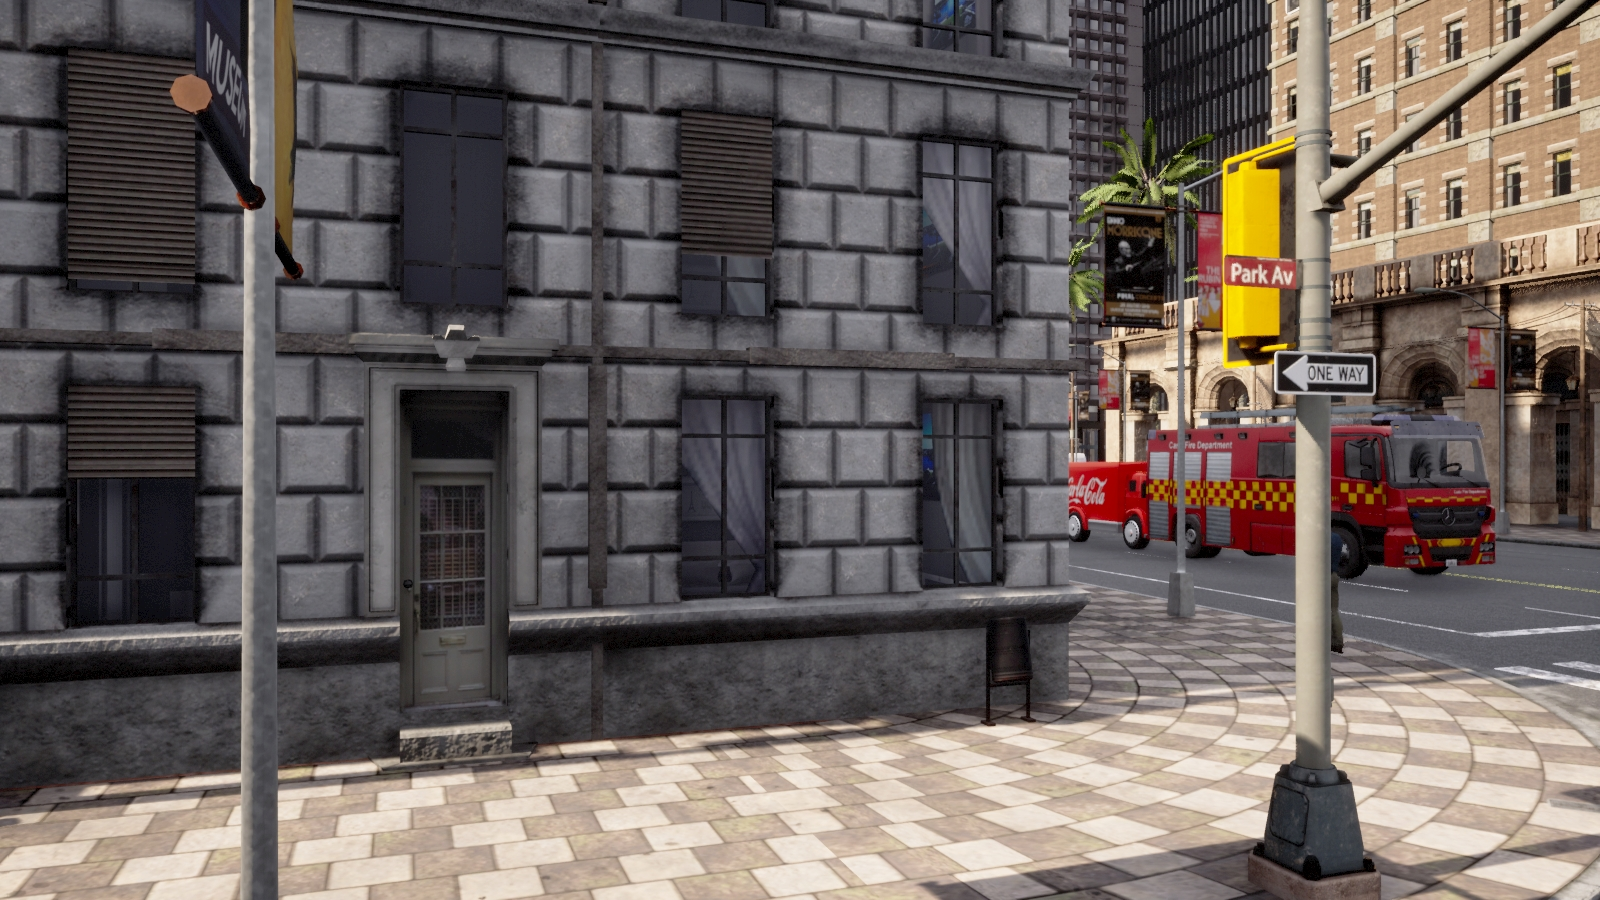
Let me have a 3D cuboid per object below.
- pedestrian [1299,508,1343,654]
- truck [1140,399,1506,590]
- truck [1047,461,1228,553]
[{"bbox_3d":[6.821,1.699,14.961,0.375,1.860,0.375,0,0,-27],"label":"pedestrian"},{"bbox_3d":[11.966,0.892,27.385,2.891,3.827,8.468,0,0,-19],"label":"truck"},{"bbox_3d":[9.884,1.568,34.016,2.627,2.467,5.204,0,0,-19],"label":"truck"}]
